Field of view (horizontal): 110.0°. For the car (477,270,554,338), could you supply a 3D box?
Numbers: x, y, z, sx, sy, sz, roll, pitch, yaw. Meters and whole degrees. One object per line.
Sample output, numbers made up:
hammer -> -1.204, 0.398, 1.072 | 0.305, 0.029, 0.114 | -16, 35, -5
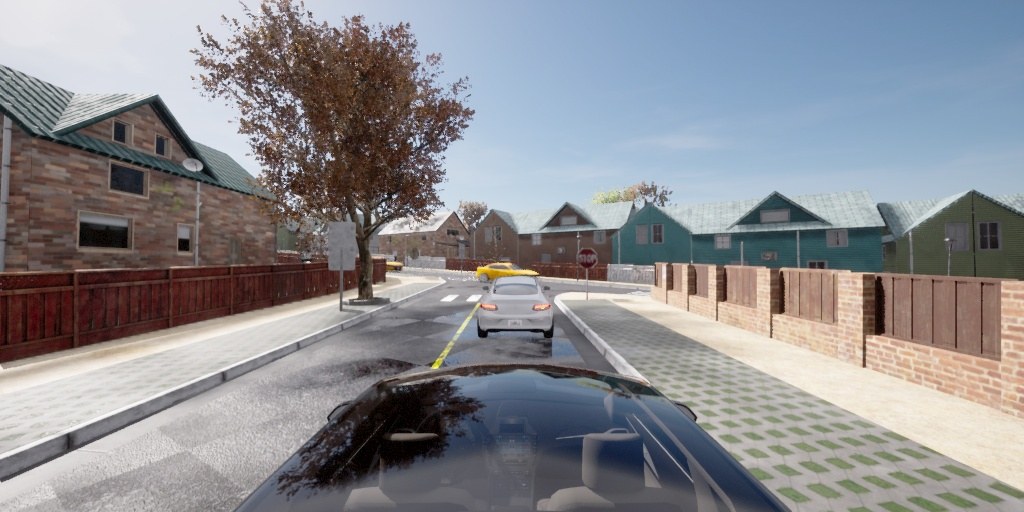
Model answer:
car -> 0.116, 1.280, 10.066 | 1.812, 1.442, 4.674 | 0, 0, 1

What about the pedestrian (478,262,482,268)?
pedestrian -> -3.147, 1.122, 35.458 | 0.375, 1.300, 0.375 | -1, -5, 32

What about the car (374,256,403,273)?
car -> -12.586, 0.786, 34.457 | 5.008, 1.535, 1.882 | 2, 0, 32

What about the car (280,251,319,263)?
car -> -24.649, 0.452, 42.012 | 4.718, 1.301, 1.895 | 2, 0, 32

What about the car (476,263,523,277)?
car -> -0.354, 1.293, 26.783 | 5.008, 1.535, 1.882 | 2, 0, 32

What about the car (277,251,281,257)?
car -> -33.444, 0.019, 50.871 | 5.008, 1.535, 1.882 | 2, 0, 32
